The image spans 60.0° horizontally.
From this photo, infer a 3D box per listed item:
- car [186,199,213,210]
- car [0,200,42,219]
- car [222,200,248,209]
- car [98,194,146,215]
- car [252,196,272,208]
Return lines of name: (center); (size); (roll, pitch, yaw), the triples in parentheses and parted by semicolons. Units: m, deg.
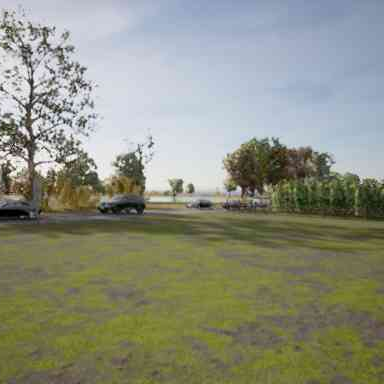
car: (1.079, 1.731, 47.010); (2.128, 1.511, 4.902); (0, -1, 35)
car: (-14.030, 1.344, 25.456); (2.128, 1.511, 4.902); (0, -1, 35)
car: (6.456, 1.863, 49.680); (2.033, 1.411, 5.357); (0, -1, 35)
car: (-7.274, 1.244, 35.111); (2.150, 2.045, 5.566); (0, -1, 35)
car: (12.398, 1.694, 58.261); (2.150, 2.045, 5.566); (0, -1, 35)
